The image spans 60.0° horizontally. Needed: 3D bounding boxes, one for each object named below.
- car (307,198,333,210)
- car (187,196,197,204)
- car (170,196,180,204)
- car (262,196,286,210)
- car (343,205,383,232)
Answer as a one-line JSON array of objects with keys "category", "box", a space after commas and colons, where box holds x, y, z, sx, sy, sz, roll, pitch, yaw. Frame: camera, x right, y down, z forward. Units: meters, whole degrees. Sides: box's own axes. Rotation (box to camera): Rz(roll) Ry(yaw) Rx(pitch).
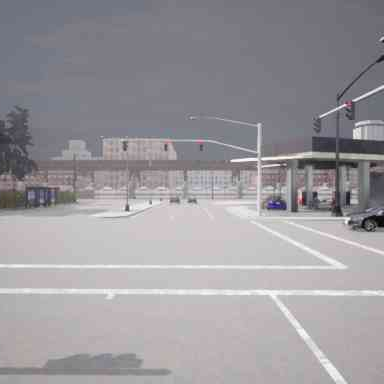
[{"category": "car", "box": [15.478, 1.456, 40.402, 1.970, 1.475, 3.806, 0, 0, 0]}, {"category": "car", "box": [0.037, 1.547, 64.324, 2.033, 1.411, 5.357, 0, 0, 0]}, {"category": "car", "box": [-3.361, 1.491, 66.247, 2.128, 1.511, 4.902, 0, 0, 0]}, {"category": "car", "box": [9.733, 1.295, 39.643, 2.242, 1.667, 4.611, 0, 0, 0]}, {"category": "car", "box": [11.445, 1.491, 19.458, 4.902, 1.511, 2.128, 0, 0, -1]}]
